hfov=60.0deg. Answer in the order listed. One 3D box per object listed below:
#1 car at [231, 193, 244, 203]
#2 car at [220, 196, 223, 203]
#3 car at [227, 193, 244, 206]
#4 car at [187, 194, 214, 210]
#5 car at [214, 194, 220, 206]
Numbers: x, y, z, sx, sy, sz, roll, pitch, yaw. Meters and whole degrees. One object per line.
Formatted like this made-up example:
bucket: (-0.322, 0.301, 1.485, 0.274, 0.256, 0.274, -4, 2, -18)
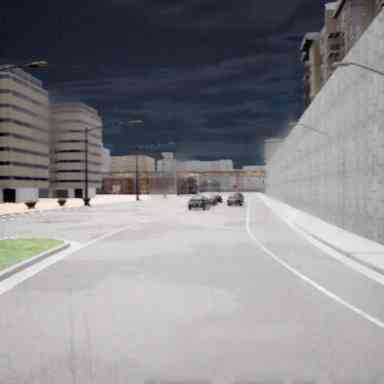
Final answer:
car: (7.409, 0.985, 54.115, 1.837, 1.490, 4.892, 0, 1, 10)
car: (3.818, 1.059, 53.892, 1.994, 1.385, 4.181, 0, 1, 10)
car: (5.631, 1.071, 43.851, 2.128, 1.511, 4.902, 0, 1, 10)
car: (0.759, 1.159, 36.044, 2.128, 1.511, 4.902, 0, 1, 10)
car: (2.330, 1.179, 45.300, 1.895, 1.301, 4.718, 0, 1, 10)
